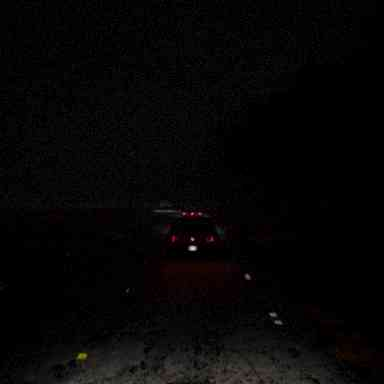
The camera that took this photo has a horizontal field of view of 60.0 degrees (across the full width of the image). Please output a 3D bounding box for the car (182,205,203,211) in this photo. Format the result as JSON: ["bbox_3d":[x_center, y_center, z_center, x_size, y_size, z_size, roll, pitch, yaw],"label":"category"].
[{"bbox_3d":[0.019,1.802,28.734,1.895,1.301,4.718,0,-1,0],"label":"car"}]

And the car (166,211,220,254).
[{"bbox_3d":[0.039,1.652,13.595,1.895,1.301,4.718,0,0,0],"label":"car"}]

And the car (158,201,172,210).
[{"bbox_3d":[-4.263,2.108,52.143,1.812,1.442,4.674,1,-1,-10],"label":"car"}]

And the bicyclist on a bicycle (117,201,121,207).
[{"bbox_3d":[-19.580,3.264,89.108,1.656,1.620,0.582,-3,-5,44],"label":"bicyclist on a bicycle"}]
